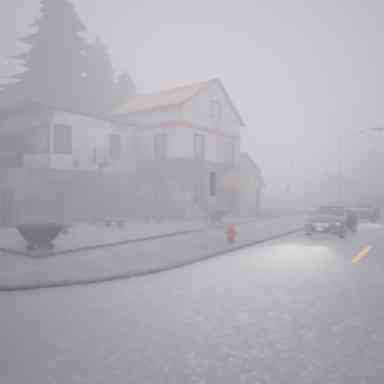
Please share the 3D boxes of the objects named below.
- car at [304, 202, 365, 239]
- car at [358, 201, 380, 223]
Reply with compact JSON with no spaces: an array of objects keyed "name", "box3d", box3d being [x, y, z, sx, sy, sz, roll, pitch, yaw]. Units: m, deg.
[{"name":"car","box3d":[7.406,1.475,17.573,2.128,1.511,4.902,0,0,36]},{"name":"car","box3d":[13.383,1.489,25.899,1.837,1.490,4.892,0,0,36]}]
